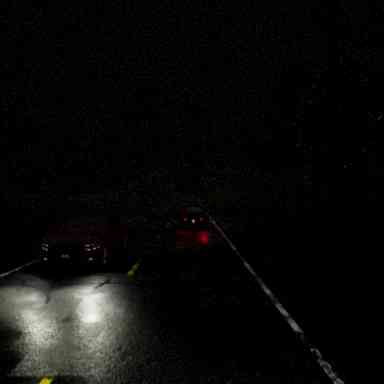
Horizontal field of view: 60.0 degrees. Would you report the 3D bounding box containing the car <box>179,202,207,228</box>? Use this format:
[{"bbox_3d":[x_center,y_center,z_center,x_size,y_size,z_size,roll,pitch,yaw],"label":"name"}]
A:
[{"bbox_3d":[0.088,1.680,23.706,1.812,1.442,4.674,0,0,0],"label":"car"}]

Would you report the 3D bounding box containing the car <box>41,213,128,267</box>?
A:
[{"bbox_3d":[-3.599,1.557,11.921,1.882,1.535,5.008,0,0,0],"label":"car"}]
